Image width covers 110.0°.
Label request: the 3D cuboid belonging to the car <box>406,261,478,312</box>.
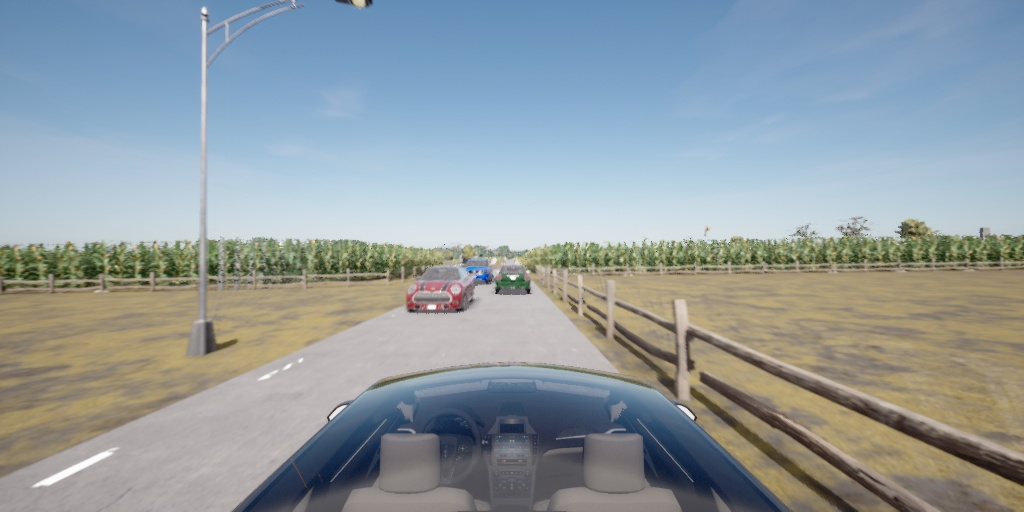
[{"bbox_3d":[-2.790,1.215,14.778,2.097,1.767,4.553,0,0,1],"label":"car"}]

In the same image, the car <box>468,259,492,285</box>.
[{"bbox_3d":[-2.784,1.239,29.413,2.150,2.045,5.566,0,-1,1],"label":"car"}]

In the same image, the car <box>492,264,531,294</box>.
[{"bbox_3d":[0.065,1.287,22.222,2.097,1.767,4.553,0,-1,0],"label":"car"}]
